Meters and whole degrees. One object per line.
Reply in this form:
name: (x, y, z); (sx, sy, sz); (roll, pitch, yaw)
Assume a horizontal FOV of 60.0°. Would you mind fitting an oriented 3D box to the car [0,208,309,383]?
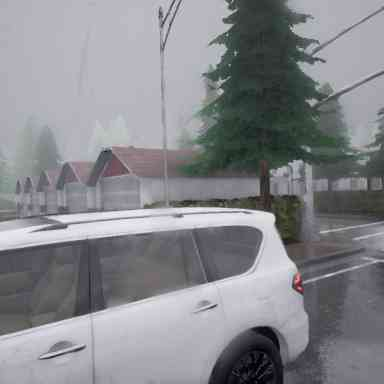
car: (-1.321, 1.238, 3.045); (5.566, 2.045, 2.150); (-1, 0, -34)
